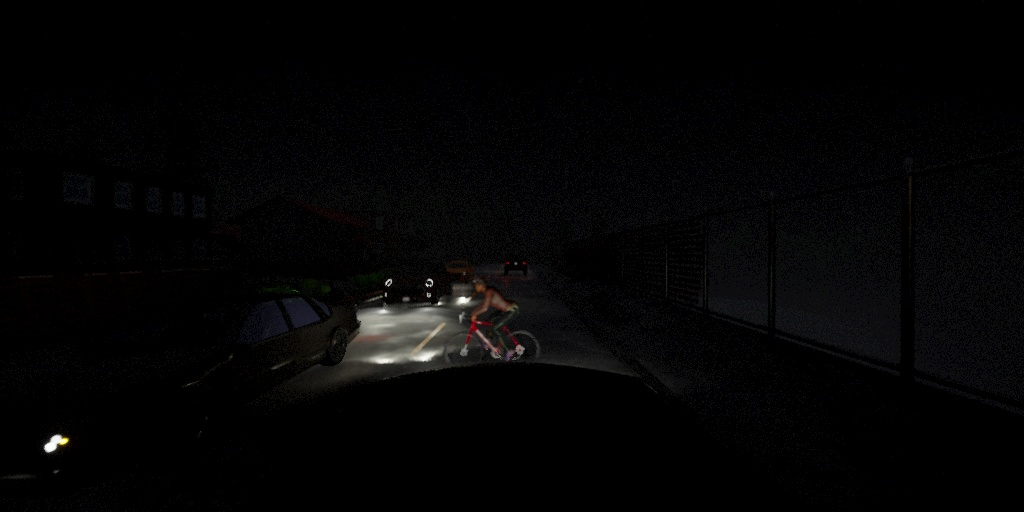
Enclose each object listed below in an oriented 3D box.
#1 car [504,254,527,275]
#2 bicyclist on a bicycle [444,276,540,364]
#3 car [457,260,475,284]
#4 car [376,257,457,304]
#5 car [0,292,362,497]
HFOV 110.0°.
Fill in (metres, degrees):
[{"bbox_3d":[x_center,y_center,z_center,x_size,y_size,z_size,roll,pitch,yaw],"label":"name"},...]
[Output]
[{"bbox_3d":[0.370,0.794,35.841,2.150,2.045,5.566,0,0,0],"label":"car"},{"bbox_3d":[-0.357,1.172,6.150,1.656,1.620,0.582,-2,0,1],"label":"bicyclist on a bicycle"},{"bbox_3d":[-3.860,1.103,25.969,1.882,1.535,5.008,0,0,1],"label":"car"},{"bbox_3d":[-3.971,1.031,15.763,2.097,1.767,4.553,0,0,1],"label":"car"},{"bbox_3d":[-4.069,1.281,5.199,2.033,1.411,5.357,0,0,1],"label":"car"}]
